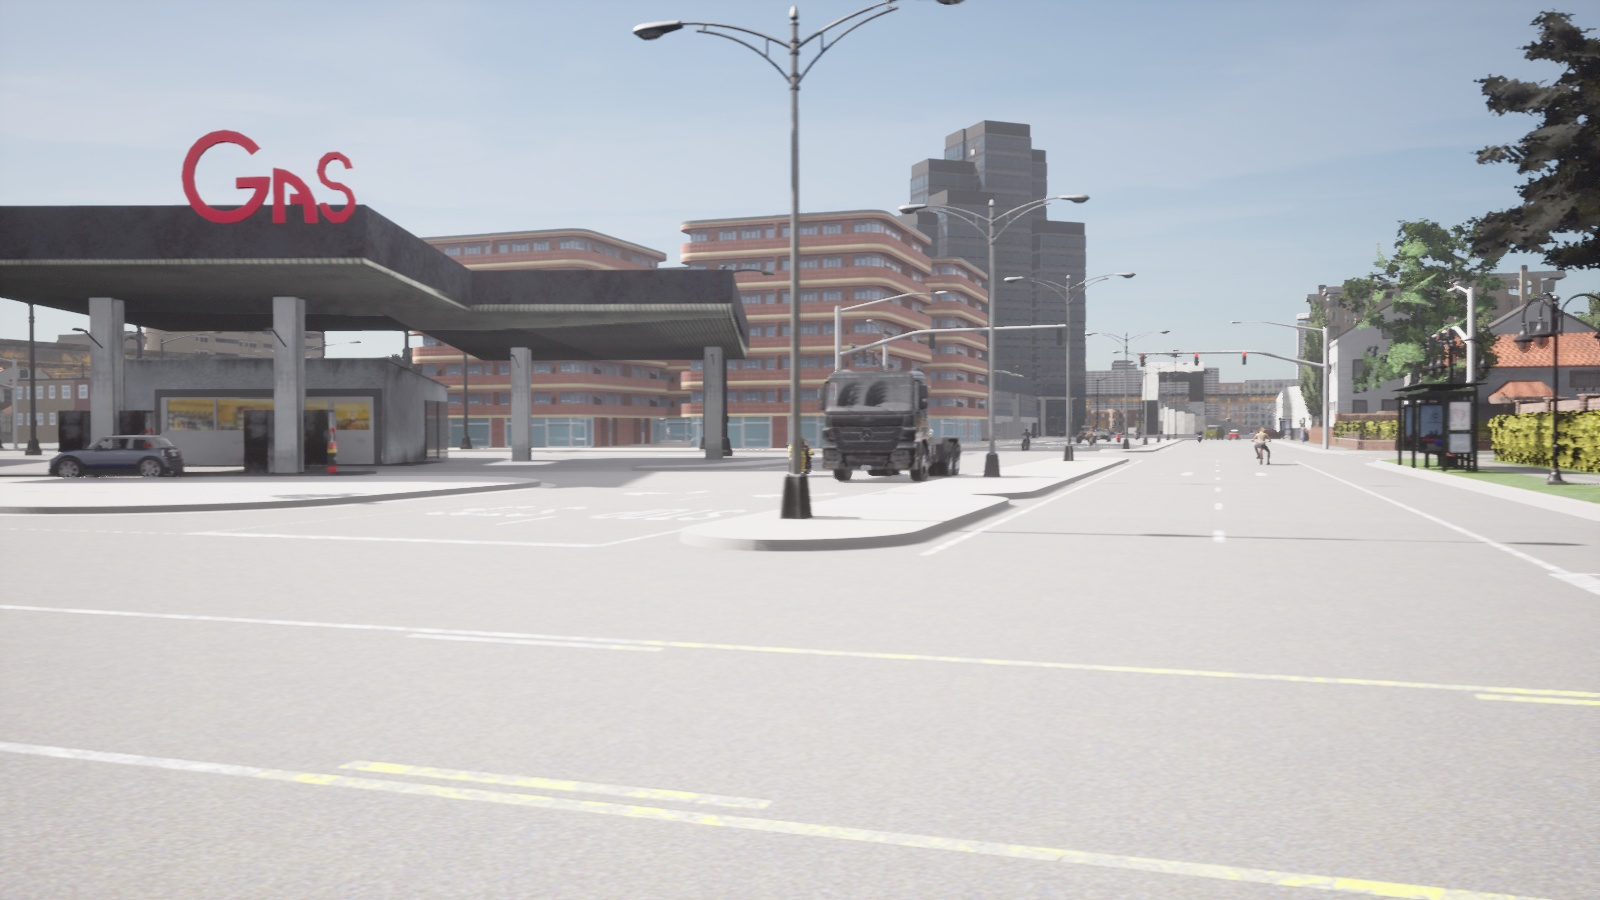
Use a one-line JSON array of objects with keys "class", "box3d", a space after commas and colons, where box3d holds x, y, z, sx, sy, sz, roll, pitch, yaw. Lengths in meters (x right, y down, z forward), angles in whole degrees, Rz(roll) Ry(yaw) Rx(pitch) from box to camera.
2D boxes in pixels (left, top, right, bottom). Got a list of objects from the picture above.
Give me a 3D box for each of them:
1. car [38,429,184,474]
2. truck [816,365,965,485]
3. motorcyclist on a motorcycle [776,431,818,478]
[{"class": "car", "box3d": [-22.931, 0.035, 41.911, 3.806, 1.475, 1.970, 0, 1, -7]}, {"class": "truck", "box3d": [3.088, -0.790, 40.357, 2.891, 3.462, 7.936, 1, 1, 18]}, {"class": "motorcyclist on a motorcycle", "box3d": [-0.075, 0.136, 41.966, 0.797, 1.523, 2.044, 1, 1, 18]}]
